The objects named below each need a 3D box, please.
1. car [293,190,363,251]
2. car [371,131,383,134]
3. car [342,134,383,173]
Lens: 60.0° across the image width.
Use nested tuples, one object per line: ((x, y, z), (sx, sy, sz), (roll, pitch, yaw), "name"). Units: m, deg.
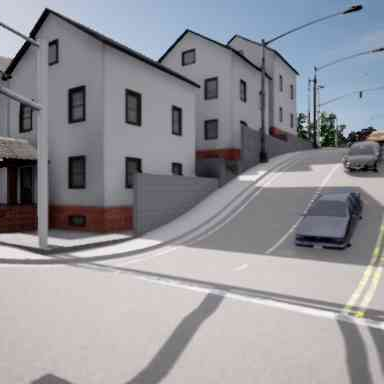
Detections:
((5.778, 0.850, 13.669), (2.033, 1.411, 5.357), (0, 16, 34), "car")
((16.546, -4.605, 29.200), (1.882, 1.535, 5.008), (0, 9, 36), "car")
((10.856, -2.309, 21.088), (1.837, 1.490, 4.892), (0, 17, 34), "car")
